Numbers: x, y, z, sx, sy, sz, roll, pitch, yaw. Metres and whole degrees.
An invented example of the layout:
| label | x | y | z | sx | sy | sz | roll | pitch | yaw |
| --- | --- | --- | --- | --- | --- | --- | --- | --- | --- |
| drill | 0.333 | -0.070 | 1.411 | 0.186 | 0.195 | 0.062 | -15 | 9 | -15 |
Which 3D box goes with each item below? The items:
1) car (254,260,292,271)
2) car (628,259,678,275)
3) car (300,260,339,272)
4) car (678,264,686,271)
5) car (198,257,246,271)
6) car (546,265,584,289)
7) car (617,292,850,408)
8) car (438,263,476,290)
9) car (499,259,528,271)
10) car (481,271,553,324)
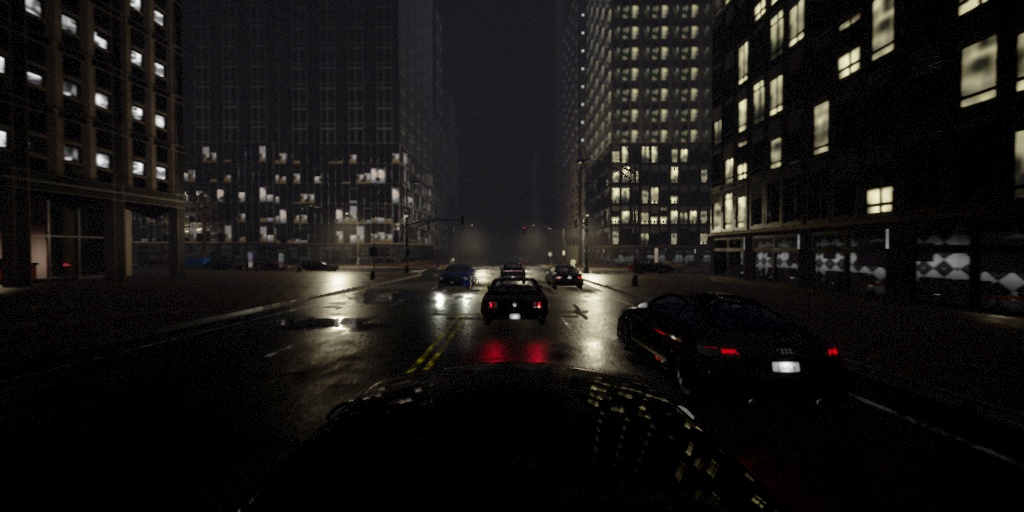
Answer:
| label | x | y | z | sx | sy | sz | roll | pitch | yaw |
| --- | --- | --- | --- | --- | --- | --- | --- | --- | --- |
| car | -28.478 | 1.165 | 42.594 | 4.207 | 1.307 | 1.802 | 0 | 0 | 1 |
| car | 16.132 | 1.282 | 42.003 | 5.009 | 1.841 | 2.192 | 0 | 0 | 1 |
| car | -22.794 | 1.199 | 42.470 | 4.313 | 1.339 | 1.948 | 0 | 0 | 1 |
| car | 21.729 | 1.409 | 50.297 | 4.829 | 1.417 | 1.751 | 0 | 0 | 1 |
| car | -34.159 | 1.098 | 42.758 | 4.313 | 1.339 | 1.948 | 0 | 0 | 1 |
| car | 3.319 | 1.300 | 23.146 | 2.033 | 1.411 | 5.357 | 0 | 0 | 0 |
| car | 3.333 | 1.315 | 6.364 | 1.994 | 1.385 | 4.181 | 0 | 0 | 0 |
| car | -3.366 | 1.233 | 22.650 | 1.882 | 1.535 | 5.008 | 0 | 0 | 0 |
| car | 0.062 | 1.245 | 26.998 | 2.128 | 1.511 | 4.902 | 0 | 0 | 0 |
| car | 0.085 | 1.354 | 11.935 | 1.895 | 1.301 | 4.718 | 0 | 0 | 0 |
